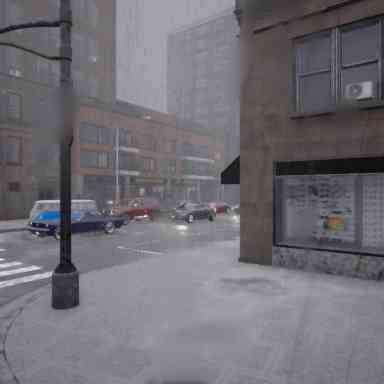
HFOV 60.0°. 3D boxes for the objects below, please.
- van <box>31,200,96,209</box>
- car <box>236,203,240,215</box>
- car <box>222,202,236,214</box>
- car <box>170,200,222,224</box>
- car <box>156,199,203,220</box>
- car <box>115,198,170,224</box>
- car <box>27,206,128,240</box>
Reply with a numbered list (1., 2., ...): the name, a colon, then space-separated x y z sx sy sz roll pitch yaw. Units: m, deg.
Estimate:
1. van: -7.556 1.358 19.757 1.690 1.788 3.998 0 0 36
2. car: 6.139 1.385 33.985 2.097 1.767 4.553 0 0 36
3. car: 2.276 1.575 33.364 1.887 1.381 4.507 0 0 36
4. car: 0.062 1.530 25.589 1.837 1.490 4.892 0 0 36
5. car: -1.002 1.466 28.829 1.967 1.590 4.097 0 0 36
6. car: -4.279 1.337 24.293 2.192 1.841 5.009 0 0 36
7. car: -5.920 1.617 17.353 1.895 1.301 4.718 0 0 37
